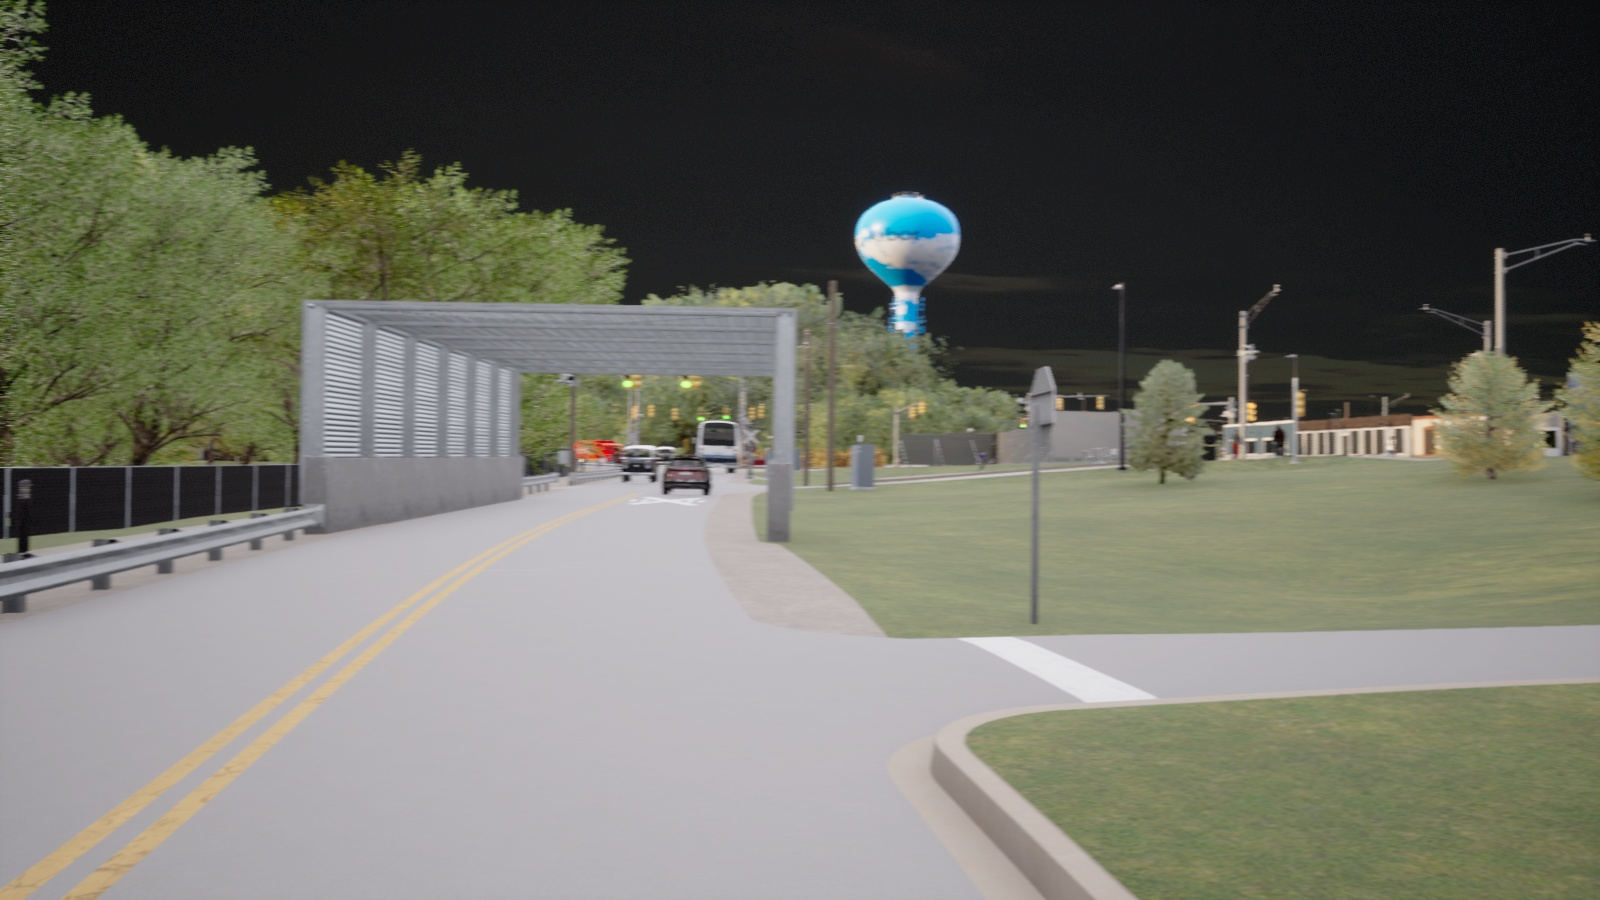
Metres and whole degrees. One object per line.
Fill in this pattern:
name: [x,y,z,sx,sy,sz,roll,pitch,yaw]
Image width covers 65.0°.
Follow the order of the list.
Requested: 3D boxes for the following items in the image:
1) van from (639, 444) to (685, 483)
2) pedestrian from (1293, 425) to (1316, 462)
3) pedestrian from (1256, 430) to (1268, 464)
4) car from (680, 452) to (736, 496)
van: [-7.544,0.703,69.128,2.069,2.038,4.480,1,0,-1]
pedestrian: [25.655,-0.318,63.823,0.634,1.844,0.899,2,-2,-19]
pedestrian: [25.768,-0.154,70.040,0.353,1.847,0.614,1,-2,-8]
car: [-3.697,0.947,51.343,2.033,1.649,4.856,2,0,-2]
